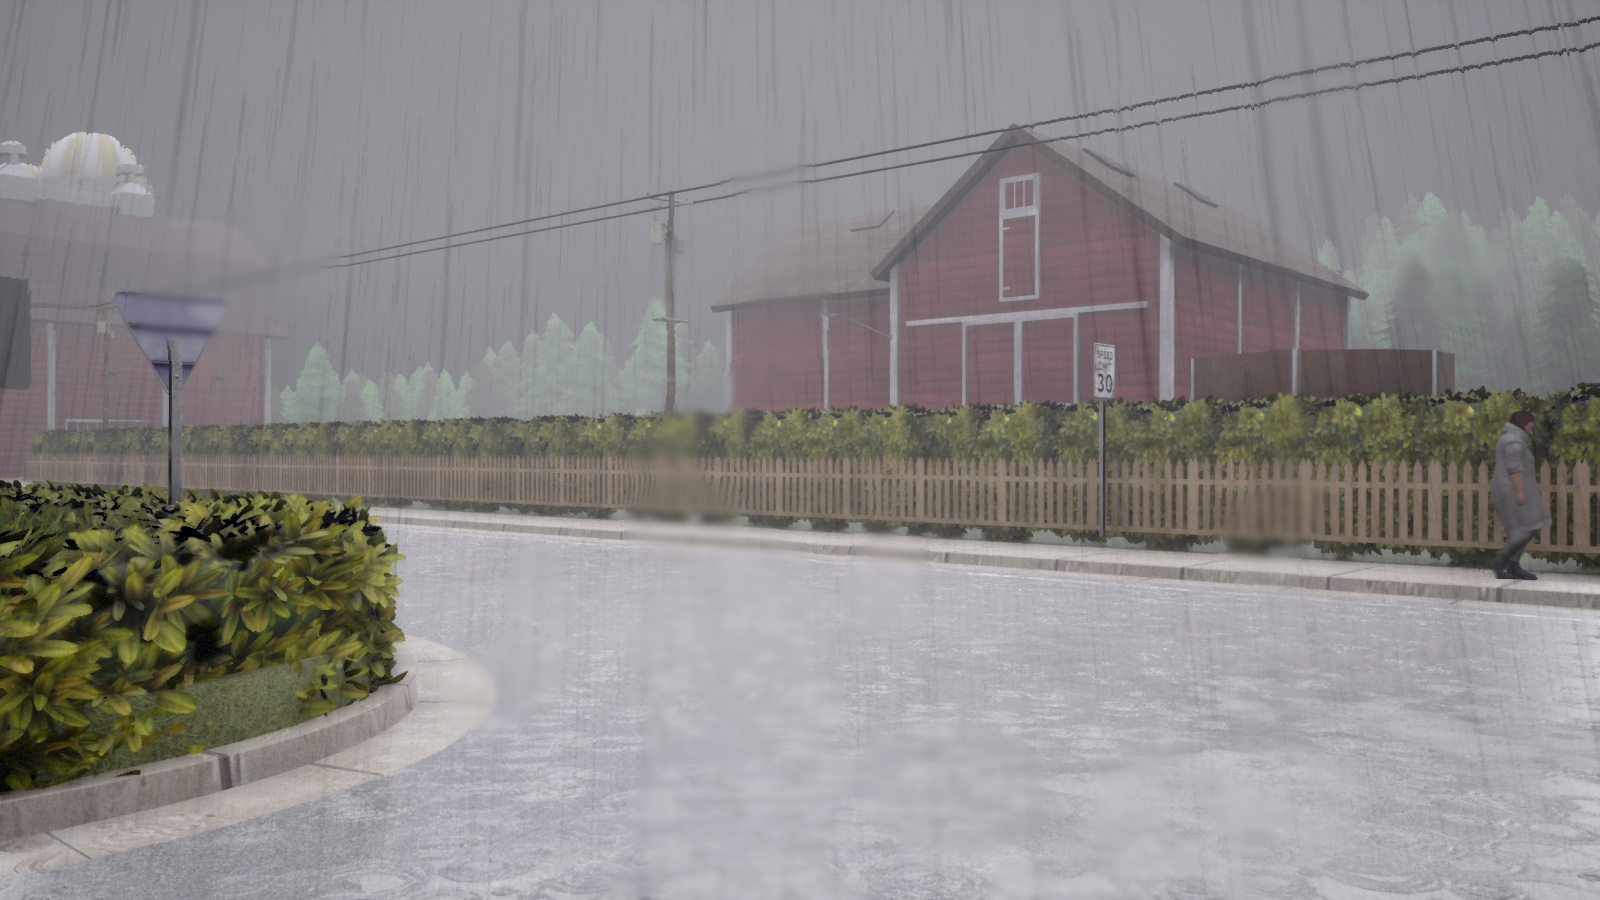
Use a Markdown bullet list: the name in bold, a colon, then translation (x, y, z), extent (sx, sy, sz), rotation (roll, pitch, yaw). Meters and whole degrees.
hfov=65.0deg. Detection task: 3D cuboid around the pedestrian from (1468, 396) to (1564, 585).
- **pedestrian**: translation (7.657, 0.417, 13.462), extent (0.873, 1.952, 0.659), rotation (0, 0, 28)
